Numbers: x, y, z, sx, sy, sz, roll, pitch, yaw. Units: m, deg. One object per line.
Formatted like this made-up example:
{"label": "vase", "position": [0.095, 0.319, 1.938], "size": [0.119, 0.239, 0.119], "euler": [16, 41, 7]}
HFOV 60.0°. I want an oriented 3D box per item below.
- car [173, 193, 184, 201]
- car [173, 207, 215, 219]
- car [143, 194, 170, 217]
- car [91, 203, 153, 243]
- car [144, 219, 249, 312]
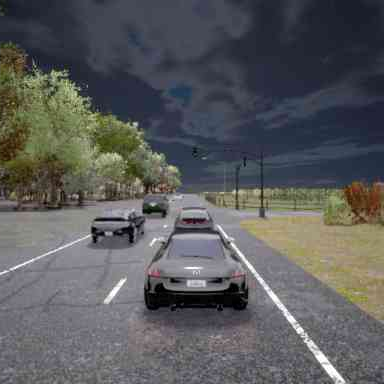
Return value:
{"label": "car", "position": [-3.505, 1.228, 83.720], "size": [2.150, 2.045, 5.566], "euler": [0, 0, 0]}
{"label": "car", "position": [0.099, 1.510, 16.733], "size": [1.837, 1.490, 4.892], "euler": [0, 0, 0]}
{"label": "car", "position": [-3.401, 1.231, 31.562], "size": [2.150, 2.045, 5.566], "euler": [0, 0, 0]}
{"label": "car", "position": [-3.401, 1.494, 16.056], "size": [2.128, 1.511, 4.902], "euler": [0, 0, 0]}
{"label": "car", "position": [0.094, 1.566, 7.820], "size": [1.994, 1.385, 4.181], "euler": [0, 0, 0]}
